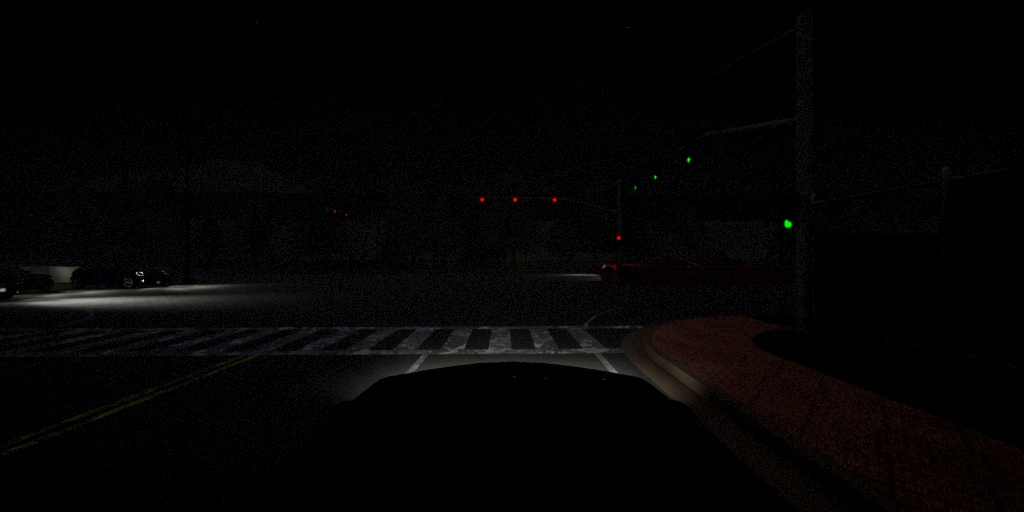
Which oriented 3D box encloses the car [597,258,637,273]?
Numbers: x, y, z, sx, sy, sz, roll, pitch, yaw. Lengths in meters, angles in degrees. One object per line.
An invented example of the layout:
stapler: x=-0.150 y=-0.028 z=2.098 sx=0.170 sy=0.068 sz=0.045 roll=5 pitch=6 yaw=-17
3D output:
car: x=11.419 y=1.102 z=38.151 sx=4.553 sy=1.767 sz=2.097 roll=0 pitch=0 yaw=-2

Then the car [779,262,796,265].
car: x=26.793 y=1.351 z=31.625 sx=4.718 sy=1.301 sz=1.895 roll=0 pitch=0 yaw=-2

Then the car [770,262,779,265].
car: x=26.334 y=1.276 z=35.100 sx=4.674 sy=1.442 sz=1.812 roll=0 pitch=0 yaw=-2

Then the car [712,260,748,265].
car: x=22.771 y=1.250 z=38.504 sx=4.892 sy=1.490 sz=1.837 roll=-1 pitch=0 yaw=-2

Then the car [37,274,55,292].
car: x=-27.846 y=1.219 z=19.223 sx=5.008 sy=1.535 sz=1.882 roll=0 pitch=0 yaw=-2

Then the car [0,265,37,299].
car: x=-24.971 y=1.239 z=15.808 sx=4.902 sy=1.511 sz=2.128 roll=0 pitch=0 yaw=-2

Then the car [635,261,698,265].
car: x=13.708 y=1.255 z=31.219 sx=4.892 sy=1.490 sz=1.837 roll=0 pitch=0 yaw=-2

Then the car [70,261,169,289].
car: x=-24.816 y=1.096 z=22.818 sx=4.553 sy=1.767 sz=2.097 roll=0 pitch=0 yaw=-2
